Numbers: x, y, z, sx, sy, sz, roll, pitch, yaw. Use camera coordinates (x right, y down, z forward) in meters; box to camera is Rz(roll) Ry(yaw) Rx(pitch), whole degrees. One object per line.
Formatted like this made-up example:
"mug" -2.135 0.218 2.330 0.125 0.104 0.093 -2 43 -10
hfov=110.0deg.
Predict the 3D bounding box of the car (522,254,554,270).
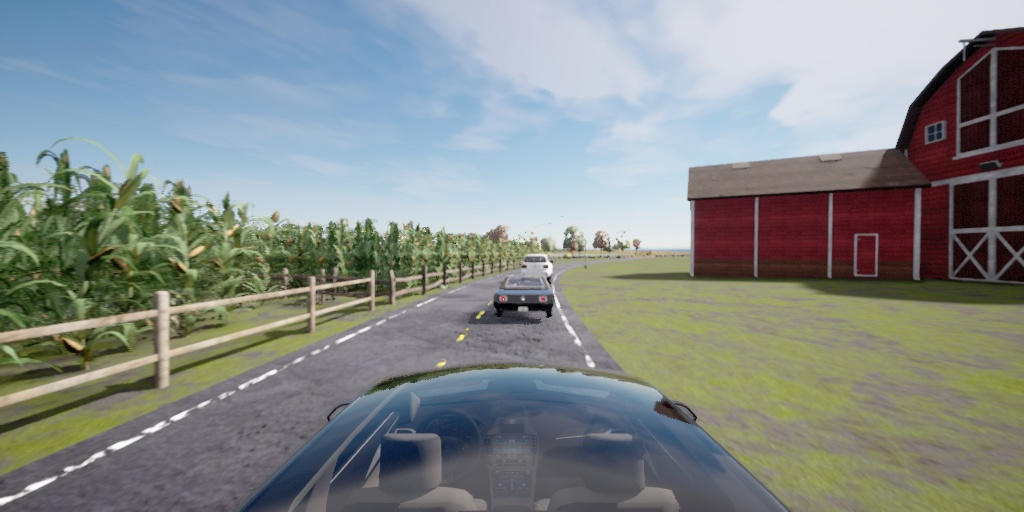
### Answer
"car" 2.030 0.892 28.281 2.150 2.045 5.566 0 1 8

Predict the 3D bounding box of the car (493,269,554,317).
"car" 0.502 1.323 13.115 1.895 1.301 4.718 0 0 4
